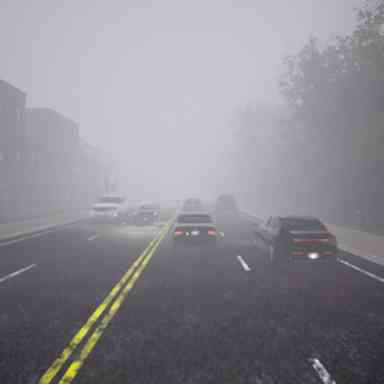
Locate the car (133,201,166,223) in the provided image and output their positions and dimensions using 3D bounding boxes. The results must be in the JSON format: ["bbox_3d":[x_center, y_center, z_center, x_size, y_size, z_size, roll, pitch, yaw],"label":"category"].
[{"bbox_3d":[-3.356,1.615,26.145,1.895,1.301,4.718,0,0,0],"label":"car"}]

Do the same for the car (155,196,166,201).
[{"bbox_3d":[-6.516,1.524,68.971,1.837,1.490,4.892,0,0,0],"label":"car"}]

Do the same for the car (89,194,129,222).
[{"bbox_3d":[-6.605,1.235,27.218,2.150,2.045,5.566,0,0,0],"label":"car"}]

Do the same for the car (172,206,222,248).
[{"bbox_3d":[0.097,1.555,14.714,2.033,1.411,5.357,0,0,0],"label":"car"}]

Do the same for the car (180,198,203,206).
[{"bbox_3d":[0.093,1.371,34.912,2.097,1.767,4.553,0,0,0],"label":"car"}]

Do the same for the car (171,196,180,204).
[{"bbox_3d":[-3.267,1.573,67.606,2.033,1.411,5.357,0,0,0],"label":"car"}]

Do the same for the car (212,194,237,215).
[{"bbox_3d":[3.343,1.240,34.473,2.150,2.045,5.566,0,0,0],"label":"car"}]

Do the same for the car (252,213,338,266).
[{"bbox_3d":[3.347,1.512,11.595,1.837,1.490,4.892,0,0,0],"label":"car"}]
